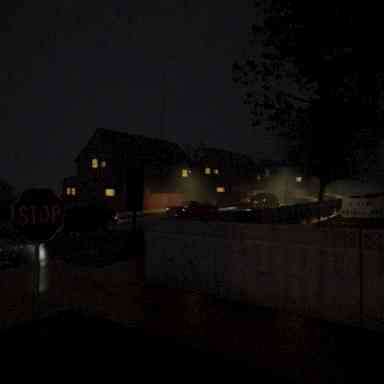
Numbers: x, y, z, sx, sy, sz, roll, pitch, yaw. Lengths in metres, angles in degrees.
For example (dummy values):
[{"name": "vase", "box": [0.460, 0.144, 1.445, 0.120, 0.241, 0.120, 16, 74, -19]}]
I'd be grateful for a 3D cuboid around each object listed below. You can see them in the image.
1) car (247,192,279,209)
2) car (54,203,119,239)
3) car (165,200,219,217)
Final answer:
[{"name": "car", "box": [7.697, 0.841, 35.948, 2.097, 1.767, 4.553, 2, 2, 34]}, {"name": "car", "box": [-5.861, 1.349, 16.755, 1.837, 1.490, 4.892, 2, 2, 34]}, {"name": "car", "box": [0.067, 1.288, 25.190, 1.895, 1.301, 4.718, 2, 2, 35]}]
